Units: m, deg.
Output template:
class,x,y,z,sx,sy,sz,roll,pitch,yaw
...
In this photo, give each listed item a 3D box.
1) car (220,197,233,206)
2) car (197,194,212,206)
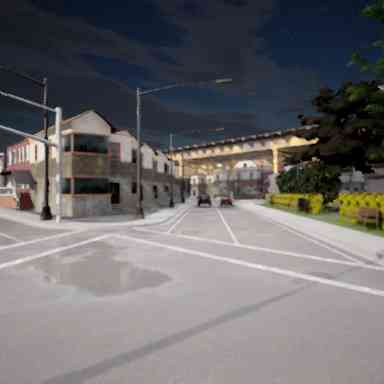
class,x,y,z,sx,sy,sz,roll,pitch,yaw
car,5.576,1.500,54.587,1.882,1.535,5.008,0,0,3
car,2.080,1.265,54.781,2.150,2.045,5.566,0,0,3
